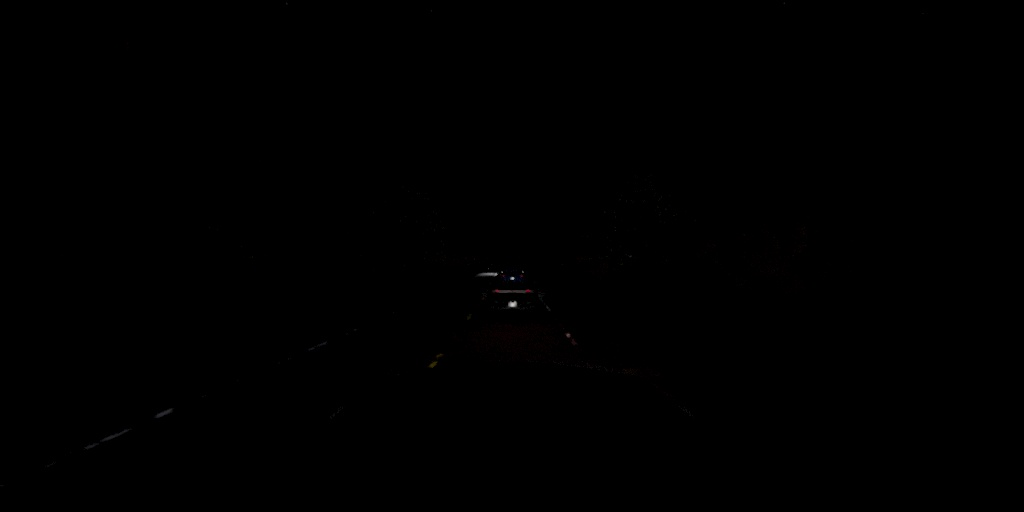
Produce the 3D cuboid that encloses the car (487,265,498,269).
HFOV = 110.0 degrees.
[{"bbox_3d":[-3.047,2.117,59.688,1.895,1.301,4.718,0,-1,1],"label":"car"}]

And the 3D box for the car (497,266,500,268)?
[{"bbox_3d":[0.047,1.689,29.429,1.994,1.385,4.181,0,-1,0],"label":"car"}]

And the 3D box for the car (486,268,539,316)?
[{"bbox_3d":[0.045,1.412,14.150,2.128,1.511,4.902,0,-1,1],"label":"car"}]
